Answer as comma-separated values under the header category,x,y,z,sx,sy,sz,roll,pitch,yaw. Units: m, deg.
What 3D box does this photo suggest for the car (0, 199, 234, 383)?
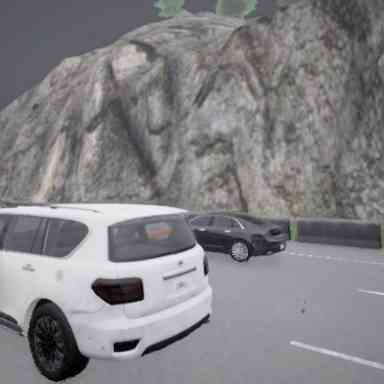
category,x,y,z,sx,sy,sz,roll,pitch,yaw
car,-2.316,1.201,5.643,5.566,2.045,2.150,0,0,35

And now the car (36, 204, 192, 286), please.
category,x,y,z,sx,sy,sz,roll,pitch,yaw
car,-2.453,1.319,10.041,4.553,1.767,2.097,0,0,35

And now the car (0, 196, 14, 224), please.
category,x,y,z,sx,sy,sz,roll,pitch,yaw
car,-14.457,1.167,22.901,4.553,1.767,2.097,1,0,36

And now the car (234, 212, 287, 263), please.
category,x,y,z,sx,sy,sz,roll,pitch,yaw
car,0.884,1.480,11.959,4.892,1.490,1.837,0,0,35
